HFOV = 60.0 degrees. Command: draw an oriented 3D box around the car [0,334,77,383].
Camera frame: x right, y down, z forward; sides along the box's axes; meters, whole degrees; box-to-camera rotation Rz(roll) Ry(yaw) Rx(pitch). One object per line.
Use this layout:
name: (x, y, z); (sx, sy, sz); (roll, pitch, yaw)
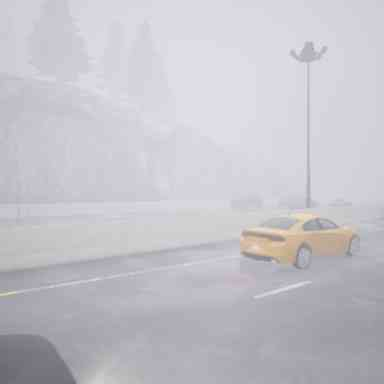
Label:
car: (-3.238, 1.557, 1.481); (5.357, 1.411, 2.033); (0, 0, -35)

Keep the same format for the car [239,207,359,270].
car: (3.772, 1.473, 11.203); (5.008, 1.535, 1.882); (0, 0, -39)

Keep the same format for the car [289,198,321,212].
car: (13.502, 1.489, 39.623); (1.837, 1.490, 4.892); (0, 0, 42)
